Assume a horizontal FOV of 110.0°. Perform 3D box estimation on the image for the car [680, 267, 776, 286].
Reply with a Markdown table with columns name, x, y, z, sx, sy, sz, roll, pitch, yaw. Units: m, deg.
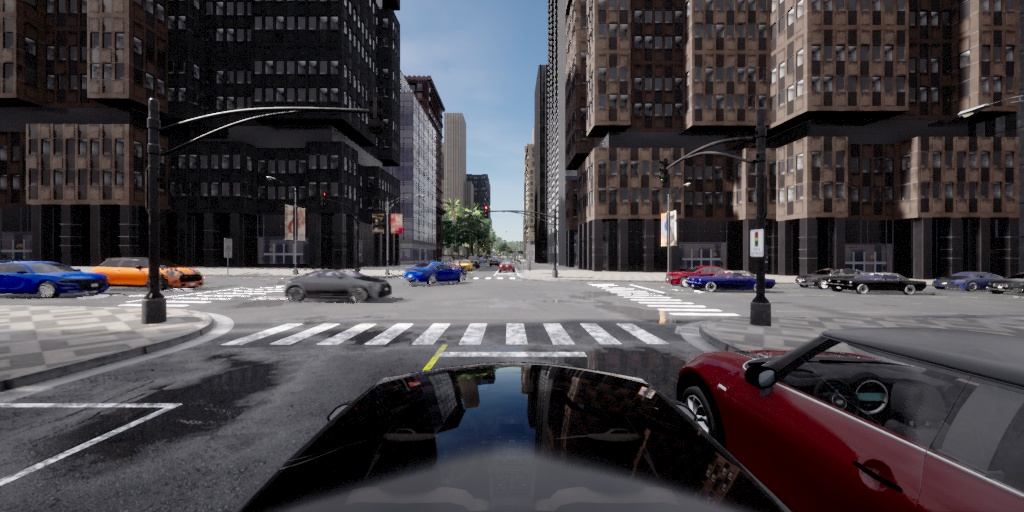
| name | x | y | z | sx | sy | sz | roll | pitch | yaw |
| --- | --- | --- | --- | --- | --- | --- | --- | --- | --- |
| car | 13.526 | 1.568 | 22.447 | 4.718 | 1.301 | 1.895 | 1 | 0 | 0 |

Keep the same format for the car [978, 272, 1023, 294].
| name | x | y | z | sx | sy | sz | roll | pitch | yaw |
| --- | --- | --- | --- | --- | --- | --- | --- | --- | --- |
| car | 33.100 | 1.756 | 22.554 | 4.892 | 1.490 | 1.837 | 1 | 0 | 0 |

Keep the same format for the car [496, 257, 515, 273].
| name | x | y | z | sx | sy | sz | roll | pitch | yaw |
| --- | --- | --- | --- | --- | --- | --- | --- | --- | --- |
| car | -0.606 | 1.197 | 43.747 | 1.967 | 1.591 | 4.097 | 0 | 0 | 0 |

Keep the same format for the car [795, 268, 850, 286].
| name | x | y | z | sx | sy | sz | roll | pitch | yaw |
| --- | --- | --- | --- | --- | --- | --- | --- | --- | --- |
| car | 23.135 | 1.607 | 25.752 | 4.892 | 1.490 | 1.837 | 1 | 0 | 0 |

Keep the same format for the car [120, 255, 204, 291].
| name | x | y | z | sx | sy | sz | roll | pitch | yaw |
| --- | --- | --- | --- | --- | --- | --- | --- | --- | --- |
| car | -19.011 | 0.862 | 18.807 | 4.553 | 1.767 | 2.097 | 1 | 0 | 0 |

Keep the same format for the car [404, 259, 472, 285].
| name | x | y | z | sx | sy | sz | roll | pitch | yaw |
| --- | --- | --- | --- | --- | --- | --- | --- | --- | --- |
| car | -5.299 | 1.173 | 25.323 | 1.882 | 1.535 | 5.008 | 2 | 1 | 32 |

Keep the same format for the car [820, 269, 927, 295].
| name | x | y | z | sx | sy | sz | roll | pitch | yaw |
| --- | --- | --- | --- | --- | --- | --- | --- | --- | --- |
| car | 22.692 | 1.701 | 22.502 | 4.718 | 1.301 | 1.895 | 1 | 0 | 0 |

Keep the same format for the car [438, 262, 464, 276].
| name | x | y | z | sx | sy | sz | roll | pitch | yaw |
| --- | --- | --- | --- | --- | --- | --- | --- | --- | --- |
| car | -6.463 | 1.347 | 38.521 | 1.895 | 1.301 | 4.718 | 0 | 0 | 1 |

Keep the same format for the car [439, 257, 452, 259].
| name | x | y | z | sx | sy | sz | roll | pitch | yaw |
| --- | --- | --- | --- | --- | --- | --- | --- | --- | --- |
| car | -9.166 | 1.084 | 49.120 | 2.192 | 1.841 | 5.009 | 0 | 0 | 0 |

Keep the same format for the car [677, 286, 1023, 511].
| name | x | y | z | sx | sy | sz | roll | pitch | yaw |
| --- | --- | --- | --- | --- | --- | --- | --- | --- | --- |
| car | 2.764 | 1.190 | 2.356 | 1.967 | 1.591 | 4.097 | 0 | 0 | 0 |

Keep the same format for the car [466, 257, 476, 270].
| name | x | y | z | sx | sy | sz | roll | pitch | yaw |
| --- | --- | --- | --- | --- | --- | --- | --- | --- | --- |
| car | -6.497 | 1.246 | 48.915 | 1.882 | 1.535 | 5.008 | 0 | 0 | 0 |

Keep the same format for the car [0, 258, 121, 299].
| name | x | y | z | sx | sy | sz | roll | pitch | yaw |
| --- | --- | --- | --- | --- | --- | --- | --- | --- | --- |
| car | -20.617 | 0.969 | 15.549 | 5.008 | 1.535 | 1.882 | 1 | 0 | 0 |

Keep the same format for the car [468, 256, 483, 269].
| name | x | y | z | sx | sy | sz | roll | pitch | yaw |
| --- | --- | --- | --- | --- | --- | --- | --- | --- | --- |
| car | -6.557 | 1.014 | 59.254 | 2.150 | 2.045 | 5.566 | 0 | 0 | 0 |

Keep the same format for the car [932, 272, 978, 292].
| name | x | y | z | sx | sy | sz | roll | pitch | yaw |
| --- | --- | --- | --- | --- | --- | --- | --- | --- | --- |
| car | 33.112 | 1.812 | 25.810 | 4.181 | 1.385 | 1.994 | 1 | 0 | -1 |

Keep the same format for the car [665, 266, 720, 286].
| name | x | y | z | sx | sy | sz | roll | pitch | yaw |
| --- | --- | --- | --- | --- | --- | --- | --- | --- | --- |
| car | 13.644 | 1.443 | 25.704 | 5.008 | 1.535 | 1.882 | 1 | 0 | 0 |

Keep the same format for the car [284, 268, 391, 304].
| name | x | y | z | sx | sy | sz | roll | pitch | yaw |
| --- | --- | --- | --- | --- | --- | --- | --- | --- | --- |
| car | -7.480 | 1.241 | 15.624 | 4.181 | 1.385 | 1.994 | 1 | 0 | 0 |
